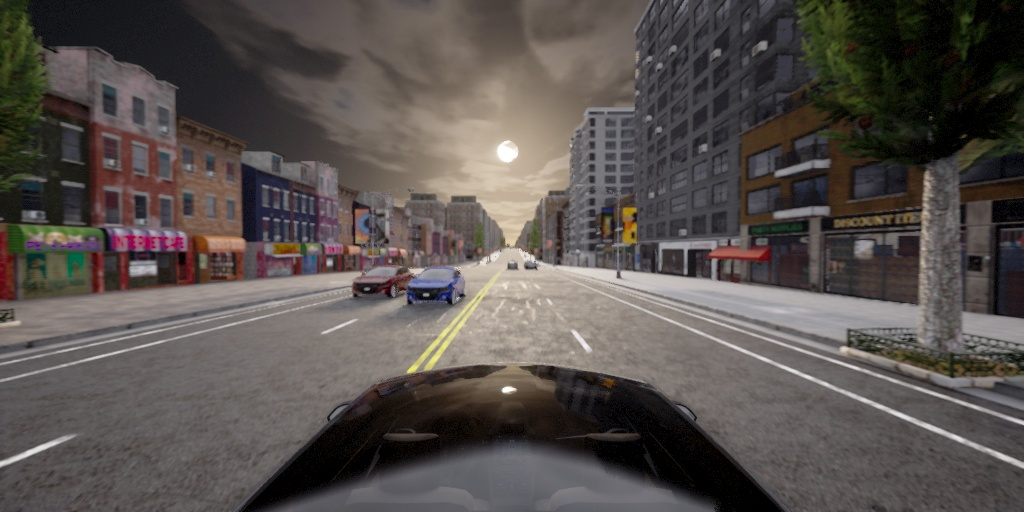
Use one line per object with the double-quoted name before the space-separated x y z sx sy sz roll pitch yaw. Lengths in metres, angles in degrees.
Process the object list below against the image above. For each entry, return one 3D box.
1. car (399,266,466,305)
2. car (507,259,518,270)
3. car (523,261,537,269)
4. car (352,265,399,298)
"car" -3.251 1.227 16.156 1.882 1.535 5.008 0 0 1
"car" 0.100 1.580 62.751 2.128 1.511 4.902 0 -1 0
"car" 3.350 1.662 63.126 1.994 1.385 4.181 0 -1 0
"car" -6.497 1.227 18.629 1.882 1.535 5.008 0 0 1
